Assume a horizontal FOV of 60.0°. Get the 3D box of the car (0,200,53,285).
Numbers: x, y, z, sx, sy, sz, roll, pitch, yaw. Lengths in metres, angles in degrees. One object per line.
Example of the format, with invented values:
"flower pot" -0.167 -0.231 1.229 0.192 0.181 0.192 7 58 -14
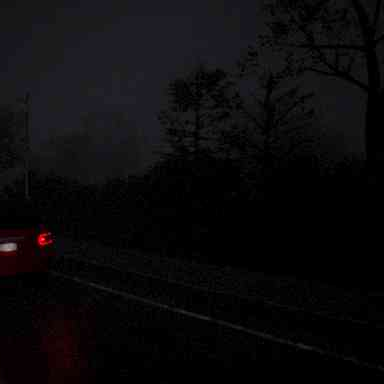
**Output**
"car" -5.557 1.220 8.594 2.150 2.045 5.566 0 -1 -45
